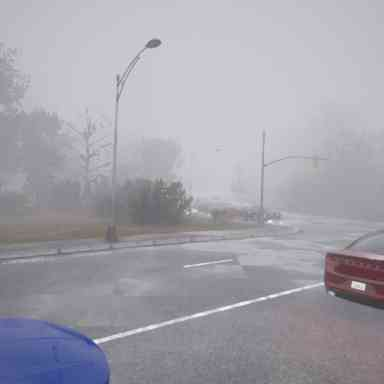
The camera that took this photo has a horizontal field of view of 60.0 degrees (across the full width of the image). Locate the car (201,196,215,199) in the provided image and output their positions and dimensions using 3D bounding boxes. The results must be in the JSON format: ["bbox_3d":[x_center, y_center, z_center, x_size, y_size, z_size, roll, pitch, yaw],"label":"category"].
[{"bbox_3d":[1.916,1.728,56.505,1.837,1.490,4.892,2,2,-12],"label":"car"}]

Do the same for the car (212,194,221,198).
[{"bbox_3d":[5.863,1.104,79.152,2.033,1.411,5.357,2,2,-1],"label":"car"}]

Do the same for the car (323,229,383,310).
[{"bbox_3d":[4.969,1.554,7.324,5.008,1.535,1.882,1,-1,-35],"label":"car"}]

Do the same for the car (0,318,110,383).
[{"bbox_3d":[-2.889,1.478,1.681,5.008,1.535,1.882,0,0,-36],"label":"car"}]

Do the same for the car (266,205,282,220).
[{"bbox_3d":[8.107,2.214,37.267,1.837,1.490,4.892,3,-1,-21],"label":"car"}]

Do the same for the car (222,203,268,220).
[{"bbox_3d":[5.418,2.168,34.592,1.895,1.301,4.718,3,-1,-23],"label":"car"}]

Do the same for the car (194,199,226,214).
[{"bbox_3d":[2.260,2.034,42.791,1.994,1.385,4.181,3,0,-19],"label":"car"}]

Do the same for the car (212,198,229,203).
[{"bbox_3d":[4.631,2.103,46.478,2.033,1.411,5.357,3,1,-18],"label":"car"}]

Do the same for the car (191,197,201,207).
[{"bbox_3d":[-0.651,1.701,52.351,2.128,1.511,4.902,2,1,-15],"label":"car"}]
